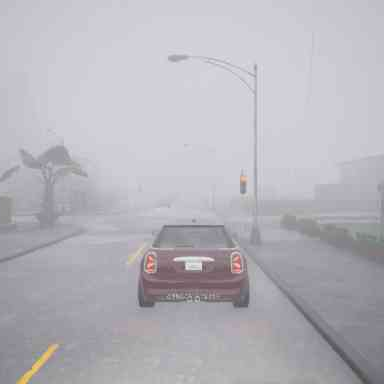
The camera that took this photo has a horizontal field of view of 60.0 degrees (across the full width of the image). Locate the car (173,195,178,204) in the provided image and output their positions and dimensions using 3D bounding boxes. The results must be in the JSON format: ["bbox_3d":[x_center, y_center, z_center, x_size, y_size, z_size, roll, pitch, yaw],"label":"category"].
[{"bbox_3d":[-4.027,1.601,57.819,1.895,1.301,4.718,0,0,0],"label":"car"}]

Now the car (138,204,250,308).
[{"bbox_3d":[0.051,1.352,8.105,2.097,1.767,4.553,0,0,1],"label":"car"}]

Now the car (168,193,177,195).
[{"bbox_3d":[-3.948,1.221,68.213,2.150,2.045,5.566,0,0,0],"label":"car"}]

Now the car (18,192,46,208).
[{"bbox_3d":[-19.725,0.985,41.981,1.905,1.878,3.866,0,0,35],"label":"car"}]

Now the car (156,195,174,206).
[{"bbox_3d":[-4.056,1.564,47.917,1.994,1.385,4.181,0,0,0],"label":"car"}]
